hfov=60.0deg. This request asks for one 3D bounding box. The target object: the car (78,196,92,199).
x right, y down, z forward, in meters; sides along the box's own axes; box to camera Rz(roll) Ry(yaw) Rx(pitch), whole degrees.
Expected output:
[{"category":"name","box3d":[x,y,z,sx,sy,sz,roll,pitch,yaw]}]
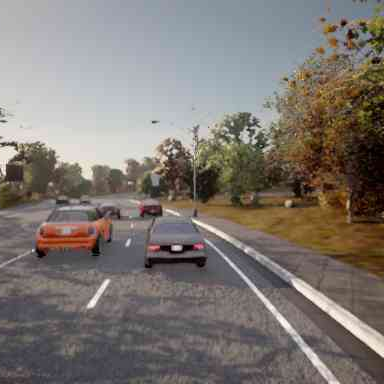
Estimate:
[{"category":"car","box3d":[-17.826,1.399,55.603,1.837,1.490,4.892,0,0,-15]}]

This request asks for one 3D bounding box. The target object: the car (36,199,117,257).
[{"category":"car","box3d":[-4.396,1.329,13.092,2.097,1.767,4.553,0,0,-7]}]

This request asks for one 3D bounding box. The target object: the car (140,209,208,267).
[{"category":"car","box3d":[-0.654,1.524,11.314,2.033,1.411,5.357,0,0,-6]}]

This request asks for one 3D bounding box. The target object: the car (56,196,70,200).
[{"category":"car","box3d":[-21.190,1.374,54.636,1.882,1.535,5.008,0,0,-15]}]

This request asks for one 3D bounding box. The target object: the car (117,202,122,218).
[{"category":"car","box3d":[-7.085,1.469,28.794,1.812,1.442,4.674,0,0,-12]}]

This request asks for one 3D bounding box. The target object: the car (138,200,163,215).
[{"category":"car","box3d":[-3.770,1.416,30.026,1.882,1.535,5.008,0,0,-12]}]
